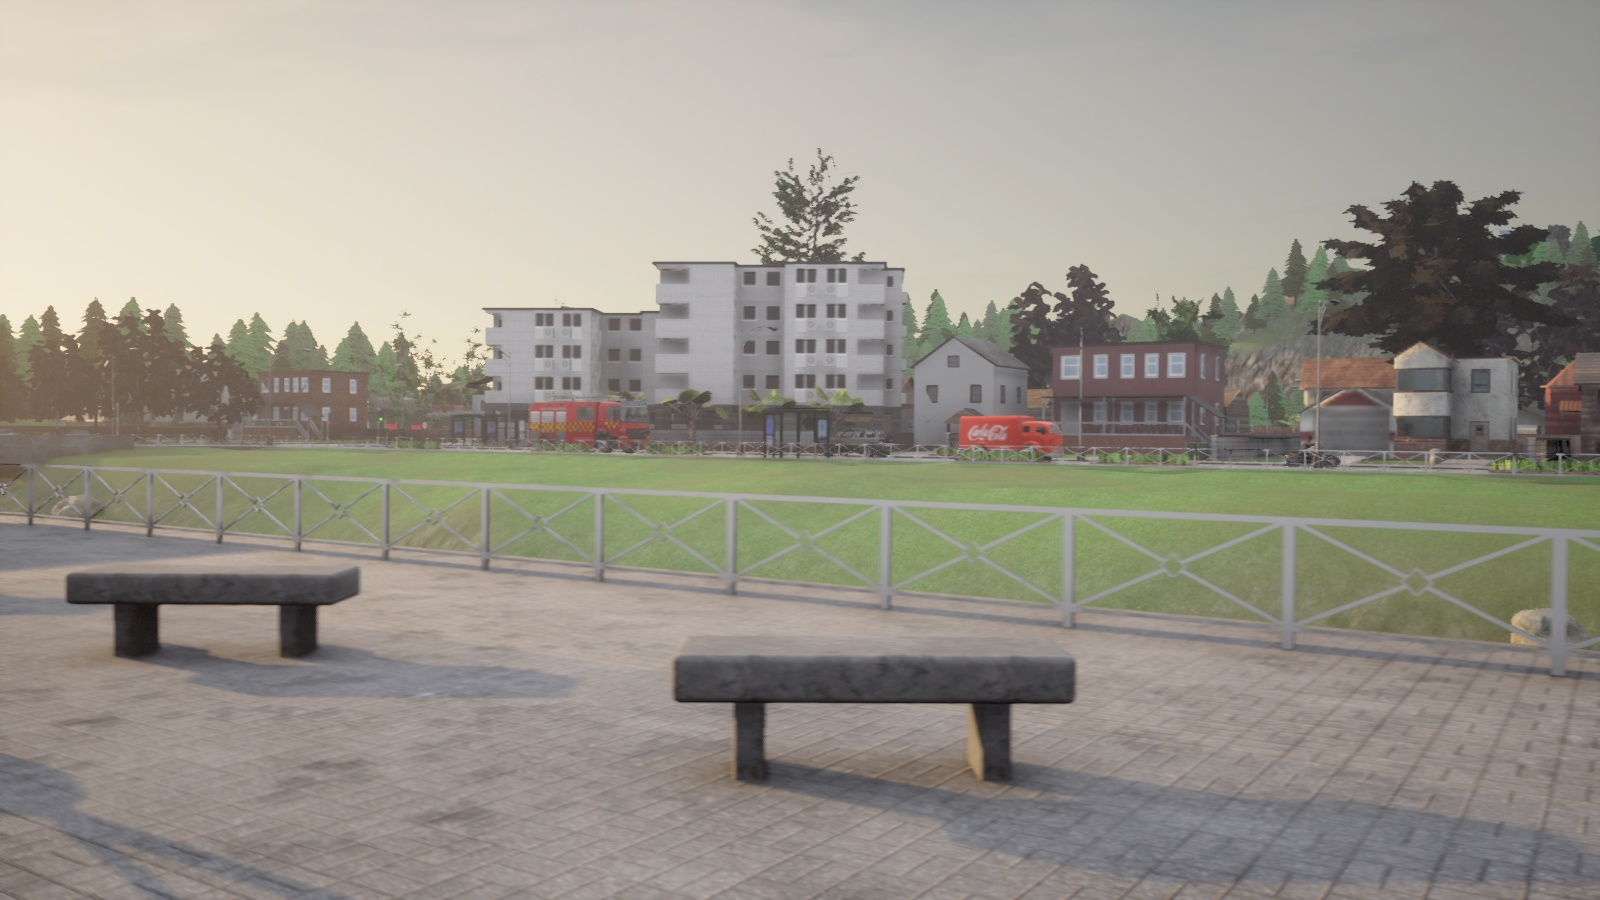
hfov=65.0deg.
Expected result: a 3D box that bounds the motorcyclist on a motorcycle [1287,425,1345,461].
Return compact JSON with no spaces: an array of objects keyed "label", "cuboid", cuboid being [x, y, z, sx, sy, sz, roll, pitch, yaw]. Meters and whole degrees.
[{"label":"motorcyclist on a motorcycle","cuboid":[23.717,-0.320,57.726,2.350,1.649,0.766,0,1,34]}]

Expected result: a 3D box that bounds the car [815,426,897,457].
[{"label":"car","cuboid":[3.350,-0.517,76.063,4.605,1.855,1.932,0,1,34]}]

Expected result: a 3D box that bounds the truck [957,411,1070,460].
[{"label":"truck","cuboid":[11.225,-0.756,66.020,5.204,2.467,2.627,0,1,34]}]

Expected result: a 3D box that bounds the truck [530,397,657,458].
[{"label":"truck","cuboid":[-13.642,-1.431,82.535,8.468,3.827,2.891,0,1,34]}]
